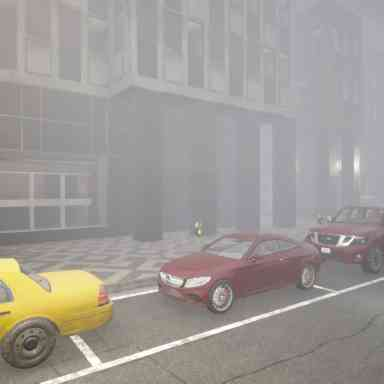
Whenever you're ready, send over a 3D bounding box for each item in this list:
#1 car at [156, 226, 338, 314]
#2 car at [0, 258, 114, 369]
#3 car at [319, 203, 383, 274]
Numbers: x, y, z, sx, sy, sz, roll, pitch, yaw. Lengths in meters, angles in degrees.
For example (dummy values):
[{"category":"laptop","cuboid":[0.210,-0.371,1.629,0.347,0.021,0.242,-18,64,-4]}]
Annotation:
[{"category":"car","cuboid":[1.227,1.582,7.521,4.206,1.307,1.802,0,0,-35]},{"category":"car","cuboid":[-3.475,1.525,4.174,4.829,1.417,1.752,0,0,-35]},{"category":"car","cuboid":[5.790,1.315,10.772,5.009,1.841,2.192,0,0,-35]}]
